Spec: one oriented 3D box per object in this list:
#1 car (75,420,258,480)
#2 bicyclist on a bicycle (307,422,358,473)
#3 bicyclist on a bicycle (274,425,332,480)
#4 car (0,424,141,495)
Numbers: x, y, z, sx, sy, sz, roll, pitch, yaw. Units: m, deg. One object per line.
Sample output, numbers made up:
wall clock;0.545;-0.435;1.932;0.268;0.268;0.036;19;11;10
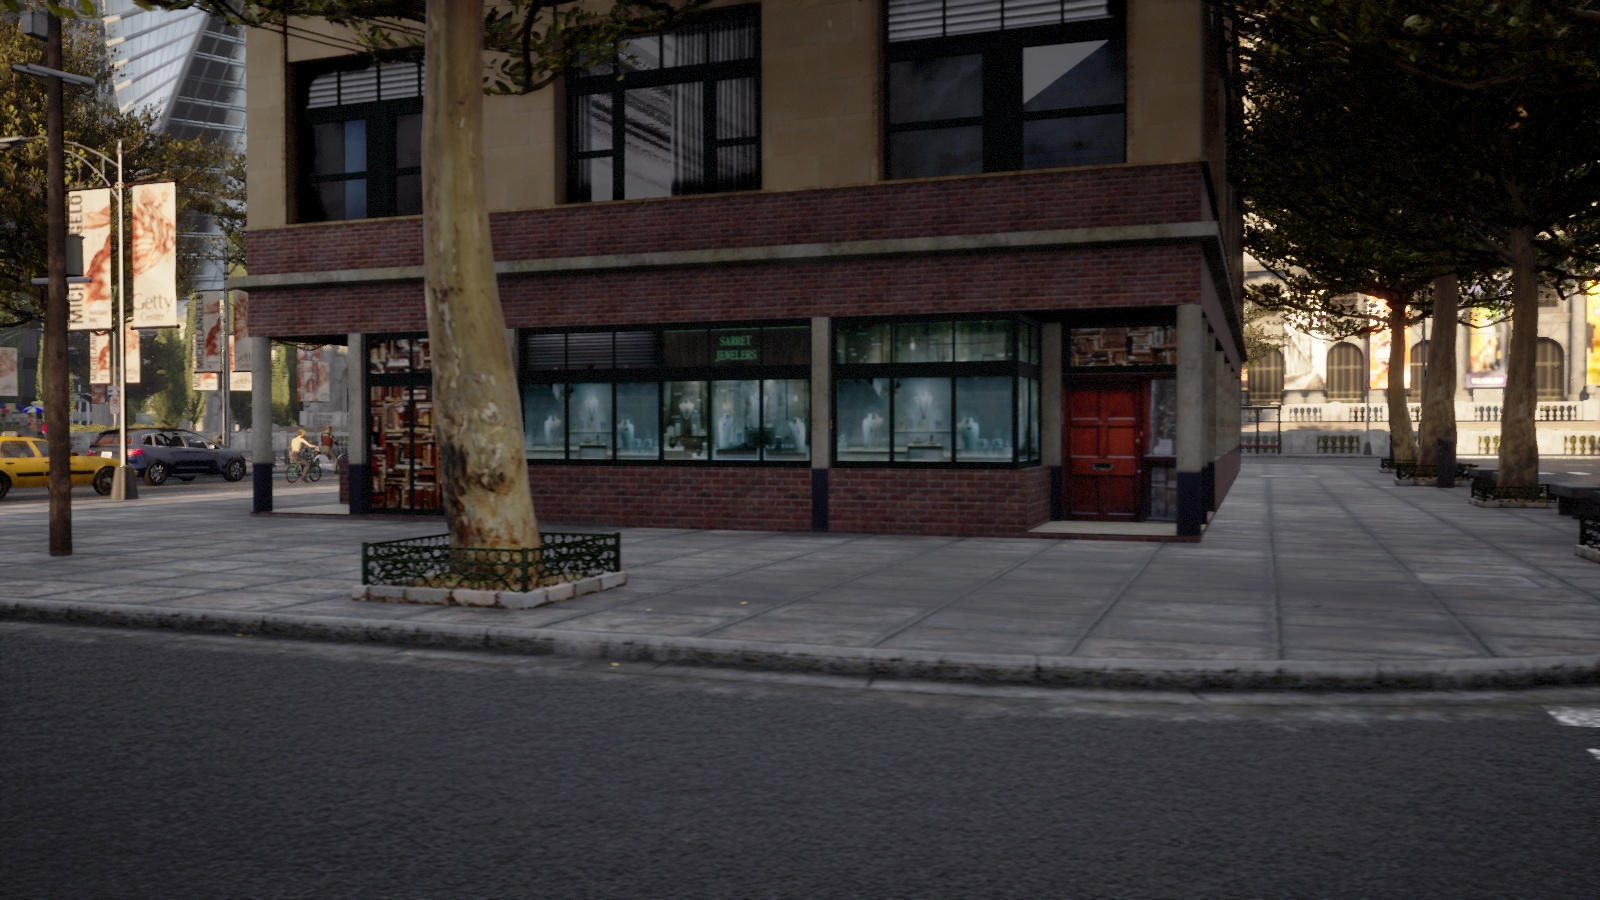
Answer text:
car;-18.957;-0.041;37.815;2.242;1.667;4.611;1;1;21
bicyclist on a bicycle;-16.527;-0.109;44.445;0.659;1.776;1.843;1;1;20
bicyclist on a bicycle;-15.095;0.066;38.168;0.866;1.612;1.509;1;1;21
car;-18.379;0.192;29.424;1.801;1.575;5.366;1;1;21
